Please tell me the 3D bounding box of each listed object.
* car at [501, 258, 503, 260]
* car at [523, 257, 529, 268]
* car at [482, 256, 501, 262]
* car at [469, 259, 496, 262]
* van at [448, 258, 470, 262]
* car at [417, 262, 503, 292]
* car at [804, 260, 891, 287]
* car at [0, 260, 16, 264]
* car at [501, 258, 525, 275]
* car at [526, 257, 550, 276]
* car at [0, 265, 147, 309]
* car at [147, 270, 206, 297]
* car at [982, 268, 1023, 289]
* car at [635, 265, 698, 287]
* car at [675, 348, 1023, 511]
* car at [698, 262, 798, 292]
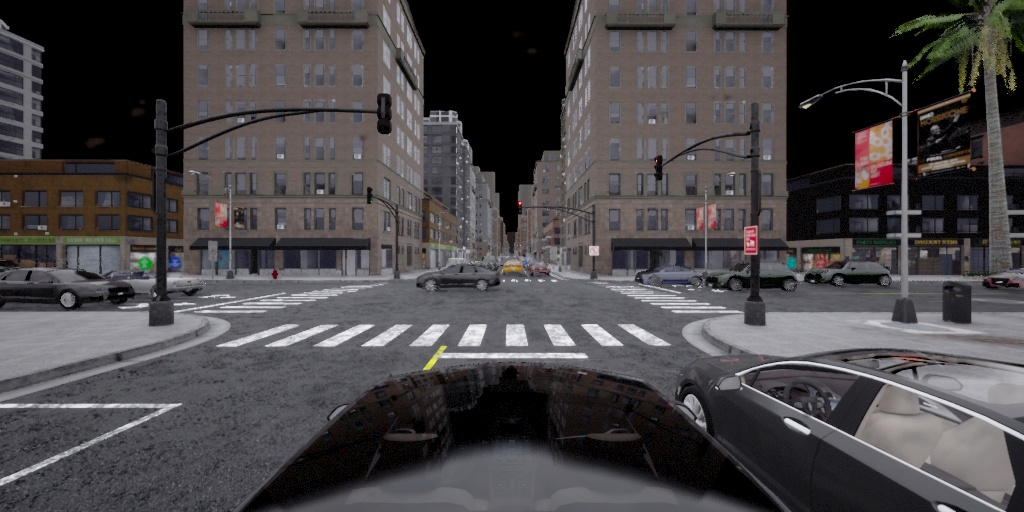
[{"bbox_3d":[-2.868,1.364,55.936,1.895,1.301,4.718,0,0,0],"label":"car"},{"bbox_3d":[2.860,1.201,48.318,1.967,1.591,4.097,0,0,0],"label":"car"},{"bbox_3d":[-2.915,0.982,45.963,2.150,2.045,5.566,0,0,0],"label":"car"},{"bbox_3d":[-2.960,1.322,36.655,1.994,1.385,4.181,0,0,0],"label":"car"},{"bbox_3d":[-5.715,1.099,37.015,1.690,1.789,3.998,0,0,0],"label":"van"},{"bbox_3d":[-3.078,1.257,20.975,4.892,1.490,1.837,0,0,0],"label":"car"},{"bbox_3d":[22.672,1.137,24.358,4.553,1.767,2.097,0,0,0],"label":"car"},{"bbox_3d":[-35.864,1.043,24.045,4.553,1.767,2.097,0,0,0],"label":"car"},{"bbox_3d":[0.147,1.236,39.189,1.882,1.535,5.008,0,0,1],"label":"car"},{"bbox_3d":[2.810,1.198,36.980,1.967,1.591,4.097,0,0,0],"label":"car"},{"bbox_3d":[-17.942,1.235,14.191,4.892,1.490,1.837,0,0,0],"label":"car"},{"bbox_3d":[-17.902,1.327,17.440,4.718,1.301,1.895,0,0,0],"label":"car"},{"bbox_3d":[30.743,1.367,21.146,4.181,1.385,1.994,0,0,0],"label":"car"},{"bbox_3d":[10.601,1.327,24.350,4.181,1.385,1.994,0,0,1],"label":"car"},{"bbox_3d":[2.668,1.300,2.330,2.007,1.370,4.403,0,0,0],"label":"car"},{"bbox_3d":[13.903,1.124,21.056,4.553,1.767,2.097,0,0,0],"label":"car"}]
